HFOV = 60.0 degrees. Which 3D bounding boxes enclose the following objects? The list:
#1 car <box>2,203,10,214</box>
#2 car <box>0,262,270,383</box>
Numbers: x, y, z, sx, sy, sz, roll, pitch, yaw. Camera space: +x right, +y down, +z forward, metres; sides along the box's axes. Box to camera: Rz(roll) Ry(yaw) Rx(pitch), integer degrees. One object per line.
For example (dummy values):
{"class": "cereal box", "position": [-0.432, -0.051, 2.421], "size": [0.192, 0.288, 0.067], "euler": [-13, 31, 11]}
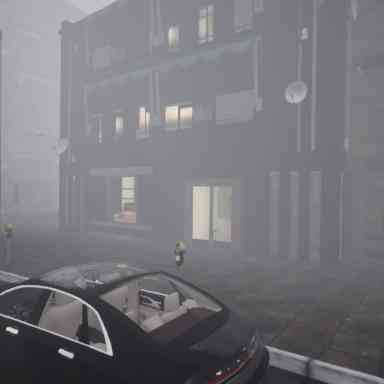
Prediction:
{"class": "car", "position": [-21.549, 1.623, 34.887], "size": [2.008, 1.369, 4.403], "euler": [1, 0, 36]}
{"class": "car", "position": [-1.306, 1.550, 3.943], "size": [4.403, 1.369, 2.008], "euler": [0, 1, 35]}
